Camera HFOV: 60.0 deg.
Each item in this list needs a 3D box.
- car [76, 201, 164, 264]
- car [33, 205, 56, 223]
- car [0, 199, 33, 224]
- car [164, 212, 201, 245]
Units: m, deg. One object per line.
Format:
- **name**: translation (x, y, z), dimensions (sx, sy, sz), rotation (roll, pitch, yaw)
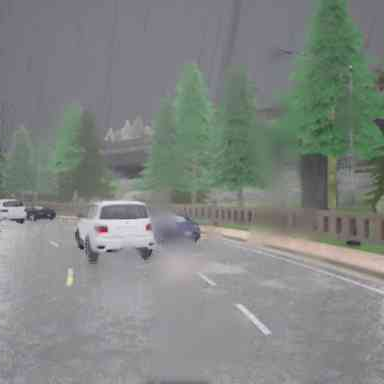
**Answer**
- **car**: translation (-3.136, 1.378, 12.951), dimensions (2.150, 2.045, 5.566), rotation (0, -1, -24)
- **car**: translation (-14.621, 1.911, 30.452), dimensions (5.008, 1.535, 1.882), rotation (-1, -1, 32)
- **car**: translation (-15.948, 1.632, 27.366), dimensions (5.566, 2.045, 2.150), rotation (-1, -1, 32)
- **car**: translation (-1.214, 1.710, 16.543), dimensions (1.812, 1.442, 4.674), rotation (0, -1, -27)
